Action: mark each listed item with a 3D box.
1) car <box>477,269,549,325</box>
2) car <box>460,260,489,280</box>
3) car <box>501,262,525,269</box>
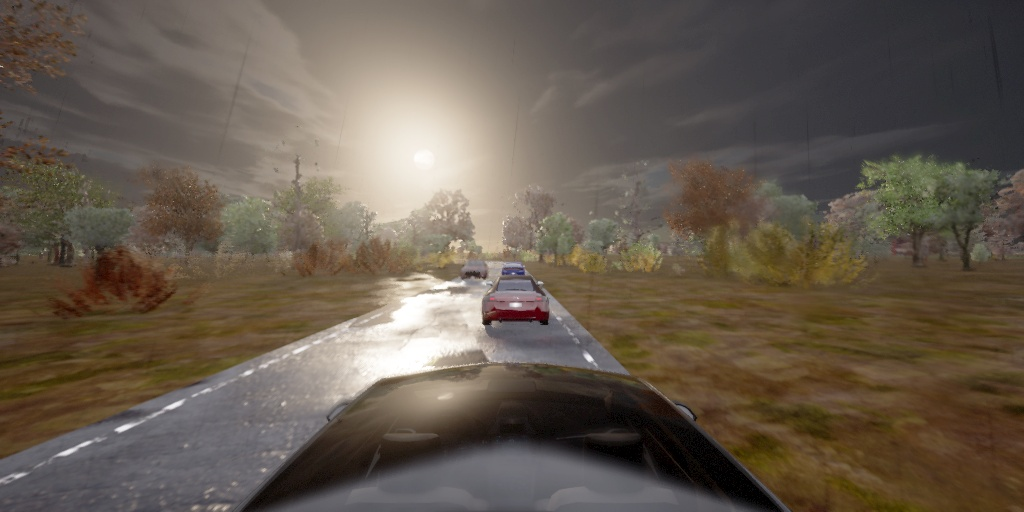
[{"bbox_3d":[0.101,1.313,11.853,1.994,1.385,4.181,0,0,0],"label":"car"},{"bbox_3d":[-3.093,1.095,30.499,2.097,1.767,4.553,0,0,0],"label":"car"},{"bbox_3d":[0.104,1.221,30.527,1.882,1.535,5.008,0,0,0],"label":"car"}]
